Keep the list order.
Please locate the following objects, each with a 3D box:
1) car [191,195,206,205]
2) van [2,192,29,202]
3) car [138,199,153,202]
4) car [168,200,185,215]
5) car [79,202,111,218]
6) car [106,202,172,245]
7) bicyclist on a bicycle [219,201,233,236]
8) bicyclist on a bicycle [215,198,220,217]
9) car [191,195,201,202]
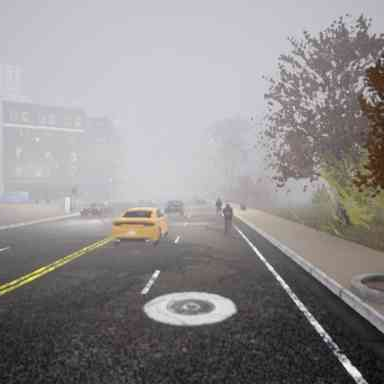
[{"bbox_3d":[1.432,1.472,57.729,2.033,1.411,5.357,0,0,-1],"label":"car"},{"bbox_3d":[-29.558,0.833,55.957,3.998,1.788,1.690,1,-1,-30],"label":"van"},{"bbox_3d":[-5.145,1.507,36.278,2.033,1.411,5.357,0,0,1],"label":"car"},{"bbox_3d":[-1.743,1.510,33.391,2.033,1.411,5.357,0,0,1],"label":"car"},{"bbox_3d":[-8.497,1.570,30.016,1.895,1.301,4.718,0,0,1],"label":"car"},{"bbox_3d":[-2.240,1.461,15.505,1.882,1.535,5.008,0,0,2],"label":"car"},{"bbox_3d":[1.882,1.434,17.348,0.582,1.620,1.656,0,0,2],"label":"bicyclist on a bicycle"},{"bbox_3d":[2.182,1.340,27.269,0.659,1.776,1.843,0,0,1],"label":"bicyclist on a bicycle"},{"bbox_3d":[0.844,1.375,73.566,1.882,1.535,5.008,0,0,-3],"label":"car"}]
